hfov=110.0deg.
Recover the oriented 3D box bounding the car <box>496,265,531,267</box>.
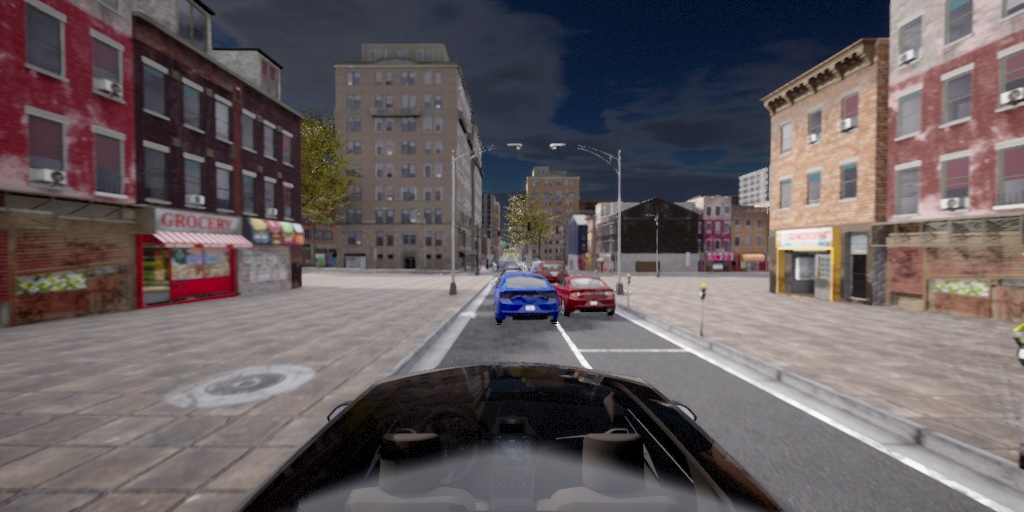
[{"bbox_3d":[0.082,1.511,23.861,1.994,1.385,4.181,0,-1,0],"label":"car"}]

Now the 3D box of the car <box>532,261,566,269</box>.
[{"bbox_3d":[2.632,1.266,24.272,2.192,1.841,5.009,0,0,0],"label":"car"}]

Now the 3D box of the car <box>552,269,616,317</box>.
[{"bbox_3d":[2.634,1.394,13.693,1.888,1.381,4.507,0,0,0],"label":"car"}]

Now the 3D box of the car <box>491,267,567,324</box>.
[{"bbox_3d":[0.336,1.314,12.368,1.882,1.535,5.008,0,-1,-4],"label":"car"}]

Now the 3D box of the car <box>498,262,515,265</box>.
[{"bbox_3d":[0.059,1.545,33.904,2.128,1.511,4.902,0,-1,0],"label":"car"}]
